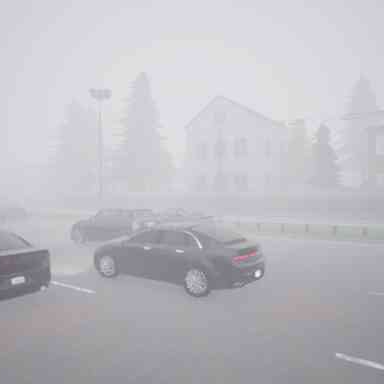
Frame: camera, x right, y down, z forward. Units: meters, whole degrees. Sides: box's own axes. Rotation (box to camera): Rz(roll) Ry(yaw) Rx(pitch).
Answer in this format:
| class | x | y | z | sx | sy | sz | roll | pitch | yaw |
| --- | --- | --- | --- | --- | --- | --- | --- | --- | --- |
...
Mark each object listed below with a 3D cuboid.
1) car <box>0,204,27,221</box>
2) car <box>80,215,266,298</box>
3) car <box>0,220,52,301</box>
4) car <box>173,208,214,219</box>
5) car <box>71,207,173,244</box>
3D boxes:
| class | x | y | z | sx | sy | sz | roll | pitch | yaw |
| --- | --- | --- | --- | --- | --- | --- | --- | --- | --- |
| car | -15.974 | 1.776 | 28.260 | 4.902 | 1.511 | 2.128 | -1 | 0 | 35 |
| car | -0.531 | 1.556 | 8.666 | 4.892 | 1.490 | 1.837 | -1 | 0 | 35 |
| car | -5.344 | 1.563 | 7.799 | 5.008 | 1.535 | 1.882 | -1 | 0 | 35 |
| car | -1.072 | 1.598 | 17.644 | 4.902 | 1.511 | 2.128 | -1 | 0 | 35 |
| car | -3.419 | 1.462 | 15.021 | 4.553 | 1.767 | 2.097 | -1 | 0 | 35 |
